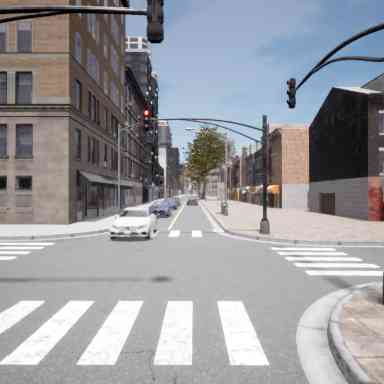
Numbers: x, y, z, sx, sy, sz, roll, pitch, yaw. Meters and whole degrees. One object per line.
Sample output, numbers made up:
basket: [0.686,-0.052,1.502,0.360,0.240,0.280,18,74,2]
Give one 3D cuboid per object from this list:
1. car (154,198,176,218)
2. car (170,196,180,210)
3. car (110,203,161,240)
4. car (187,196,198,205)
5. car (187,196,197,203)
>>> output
car: [-2.857,1.533,30.674,2.033,1.411,5.357,0,0,0]
car: [-2.836,1.507,42.151,1.812,1.442,4.674,0,0,0]
car: [-2.857,1.519,17.028,1.812,1.442,4.674,0,0,0]
car: [0.079,1.529,57.844,2.033,1.411,5.357,0,0,1]
car: [0.082,1.547,69.286,1.994,1.385,4.181,0,0,0]
